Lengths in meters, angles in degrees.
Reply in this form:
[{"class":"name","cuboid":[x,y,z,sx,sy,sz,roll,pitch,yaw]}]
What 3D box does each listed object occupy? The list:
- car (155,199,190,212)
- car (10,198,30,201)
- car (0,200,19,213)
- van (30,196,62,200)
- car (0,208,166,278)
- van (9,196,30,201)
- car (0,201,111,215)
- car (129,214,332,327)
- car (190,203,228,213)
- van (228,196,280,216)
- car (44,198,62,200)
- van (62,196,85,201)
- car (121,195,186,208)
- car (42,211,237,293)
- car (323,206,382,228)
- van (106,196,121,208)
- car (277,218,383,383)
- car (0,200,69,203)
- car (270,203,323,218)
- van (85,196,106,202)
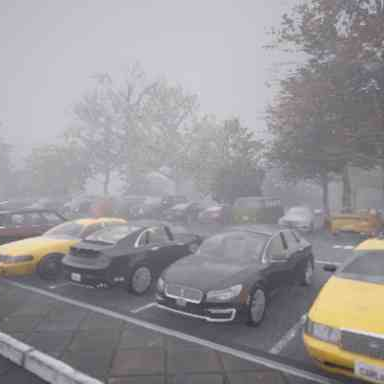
[{"class":"car","cuboid":[-0.076,1.518,24.339,2.097,1.535,5.008,0,0,36]},{"class":"car","cuboid":[-15.926,1.657,35.471,1.946,1.575,5.366,-1,-1,36]},{"class":"car","cuboid":[-24.932,1.855,42.142,2.097,1.535,5.008,-1,-1,36]},{"class":"van","cuboid":[-13.640,1.386,33.917,1.878,1.987,4.442,-1,-1,36]},{"class":"car","cuboid":[-3.385,1.510,10.399,1.946,1.575,5.366,0,0,36]},{"class":"van","cuboid":[-18.006,1.483,37.332,1.878,1.987,4.442,-1,-1,36]},{"class":"car","cuboid":[-5.553,1.391,12.141,2.185,1.767,4.553,0,0,36]},{"class":"car","cuboid":[1.240,1.506,7.322,2.231,1.521,4.892,0,0,36]},{"class":"car","cuboid":[2.179,1.555,22.728,2.002,1.452,4.674,0,0,36]},{"class":"van","cuboid":[4.398,1.286,21.285,1.878,1.987,4.442,0,0,36]},{"class":"car","cuboid":[-11.314,1.564,32.401,2.097,1.535,5.008,-1,-1,36]},{"class":"van","cuboid":[-9.257,1.308,30.778,1.878,1.987,4.442,-1,0,36]},{"class":"car","cuboid":[-2.443,1.271,26.006,2.435,2.045,5.566,0,0,36]},{"class":"car","cuboid":[-1.024,1.510,8.928,2.231,1.521,4.892,0,0,36]},{"class":"car","cuboid":[8.933,1.504,17.886,2.097,1.535,5.008,0,0,36]},{"class":"van","cuboid":[-4.610,1.300,27.737,1.878,1.987,4.442,0,0,36]},{"class":"car","cuboid":[3.385,1.499,5.549,1.946,1.575,5.366,0,0,36]},{"class":"car","cuboid":[-7.810,1.394,13.757,2.185,1.767,4.553,0,0,36]},{"class":"car","cuboid":[6.584,1.548,19.578,2.002,1.452,4.674,0,0,36]},{"class":"van","cuboid":[-6.761,1.304,29.277,1.878,1.987,4.442,0,0,36]}]
